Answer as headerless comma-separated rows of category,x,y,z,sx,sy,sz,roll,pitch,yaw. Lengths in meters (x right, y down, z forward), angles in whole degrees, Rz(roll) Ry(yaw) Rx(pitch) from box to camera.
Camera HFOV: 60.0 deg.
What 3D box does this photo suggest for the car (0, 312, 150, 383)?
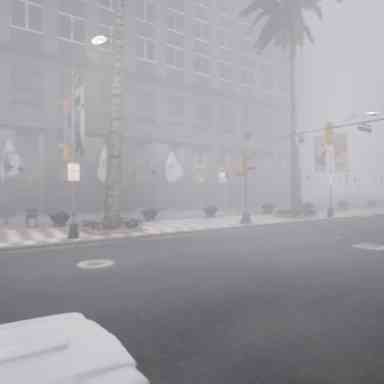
car,-2.575,1.605,1.975,4.718,1.301,1.895,0,0,-35
